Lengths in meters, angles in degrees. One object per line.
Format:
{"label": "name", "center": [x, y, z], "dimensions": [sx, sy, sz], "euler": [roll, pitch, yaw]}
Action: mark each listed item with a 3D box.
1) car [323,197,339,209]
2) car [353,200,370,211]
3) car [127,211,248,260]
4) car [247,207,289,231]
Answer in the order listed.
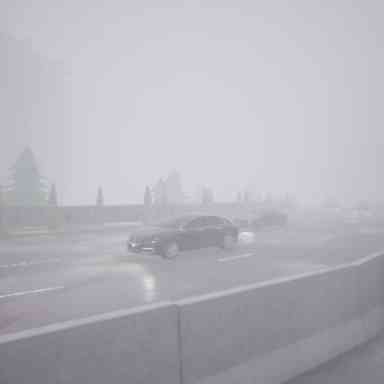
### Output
{"label": "car", "center": [24.324, 1.844, 58.347], "dimensions": [2.150, 2.045, 5.566], "euler": [0, -1, 16]}
{"label": "car", "center": [24.631, 1.994, 48.372], "dimensions": [1.837, 1.490, 4.892], "euler": [0, -1, 21]}
{"label": "car", "center": [-0.183, 1.609, 13.068], "dimensions": [4.892, 1.490, 1.837], "euler": [1, 0, -41]}
{"label": "car", "center": [4.705, 1.751, 22.593], "dimensions": [2.033, 1.411, 5.357], "euler": [0, -1, 42]}
